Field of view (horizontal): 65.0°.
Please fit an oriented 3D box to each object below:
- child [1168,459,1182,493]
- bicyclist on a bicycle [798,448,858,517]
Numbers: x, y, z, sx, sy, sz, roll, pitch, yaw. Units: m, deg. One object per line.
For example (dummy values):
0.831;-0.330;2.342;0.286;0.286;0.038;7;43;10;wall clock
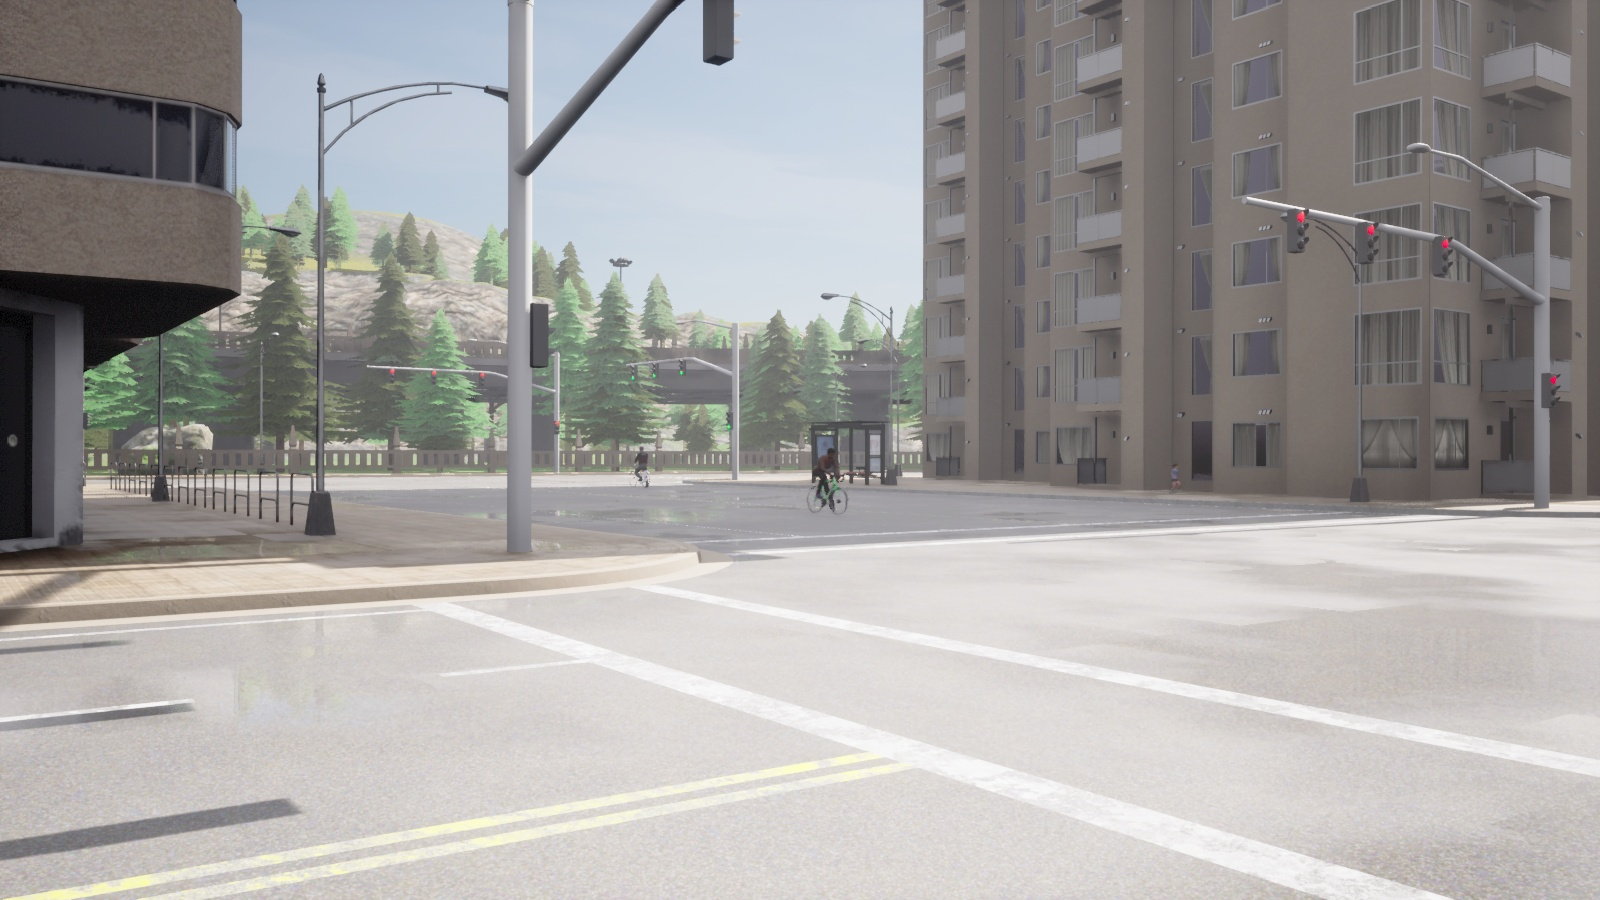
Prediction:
12.467;0.859;41.761;0.255;1.110;0.394;0;0;-36;child
0.681;0.771;30.613;0.582;1.620;1.656;0;0;-35;bicyclist on a bicycle
